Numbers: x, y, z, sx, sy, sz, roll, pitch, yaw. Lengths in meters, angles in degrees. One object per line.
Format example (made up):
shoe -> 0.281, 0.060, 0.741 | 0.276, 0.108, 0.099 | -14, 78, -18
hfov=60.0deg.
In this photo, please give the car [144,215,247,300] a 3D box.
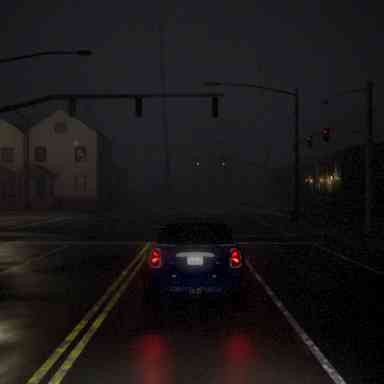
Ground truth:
car -> 0.079, 1.366, 8.585 | 2.097, 1.767, 4.553 | 0, 0, 0
